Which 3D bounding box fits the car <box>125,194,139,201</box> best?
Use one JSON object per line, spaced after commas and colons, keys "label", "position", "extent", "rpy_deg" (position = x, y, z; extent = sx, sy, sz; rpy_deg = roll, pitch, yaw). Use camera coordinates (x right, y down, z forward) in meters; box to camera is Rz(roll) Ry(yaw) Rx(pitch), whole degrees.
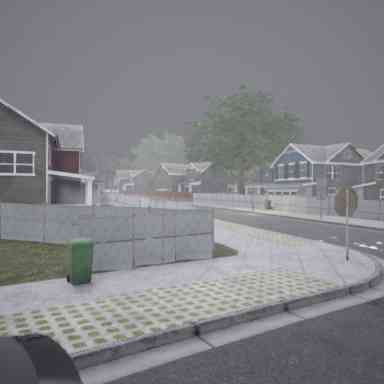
{"label": "car", "position": [-9.386, 0.987, 52.771], "extent": [2.033, 1.411, 5.357], "rpy_deg": [0, 1, -29]}

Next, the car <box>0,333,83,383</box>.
{"label": "car", "position": [-2.724, 1.491, 0.897], "extent": [4.902, 1.511, 2.128], "rpy_deg": [0, 0, -36]}
